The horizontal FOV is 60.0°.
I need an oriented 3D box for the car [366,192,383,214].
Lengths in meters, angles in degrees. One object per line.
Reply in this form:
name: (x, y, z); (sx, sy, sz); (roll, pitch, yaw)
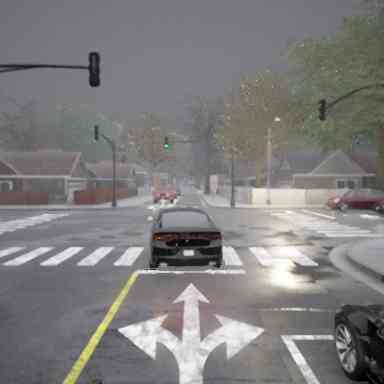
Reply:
car: (14.341, 0.883, 22.113); (4.181, 1.385, 1.994); (0, 2, 0)

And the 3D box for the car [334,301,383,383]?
car: (2.633, 1.500, 2.382); (1.947, 1.339, 4.313); (0, 2, 0)

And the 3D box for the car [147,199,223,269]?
car: (-0.341, 1.200, 10.221); (1.882, 1.535, 5.008); (0, 2, -6)

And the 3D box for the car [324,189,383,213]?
car: (12.550, 0.592, 25.355); (4.553, 1.767, 2.097); (0, 2, 0)

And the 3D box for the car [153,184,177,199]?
car: (-3.185, 0.196, 38.811); (2.150, 2.045, 5.566); (0, 1, 0)

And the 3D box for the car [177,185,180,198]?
car: (-3.210, 0.071, 48.721); (2.097, 1.767, 4.553); (0, 1, 0)
